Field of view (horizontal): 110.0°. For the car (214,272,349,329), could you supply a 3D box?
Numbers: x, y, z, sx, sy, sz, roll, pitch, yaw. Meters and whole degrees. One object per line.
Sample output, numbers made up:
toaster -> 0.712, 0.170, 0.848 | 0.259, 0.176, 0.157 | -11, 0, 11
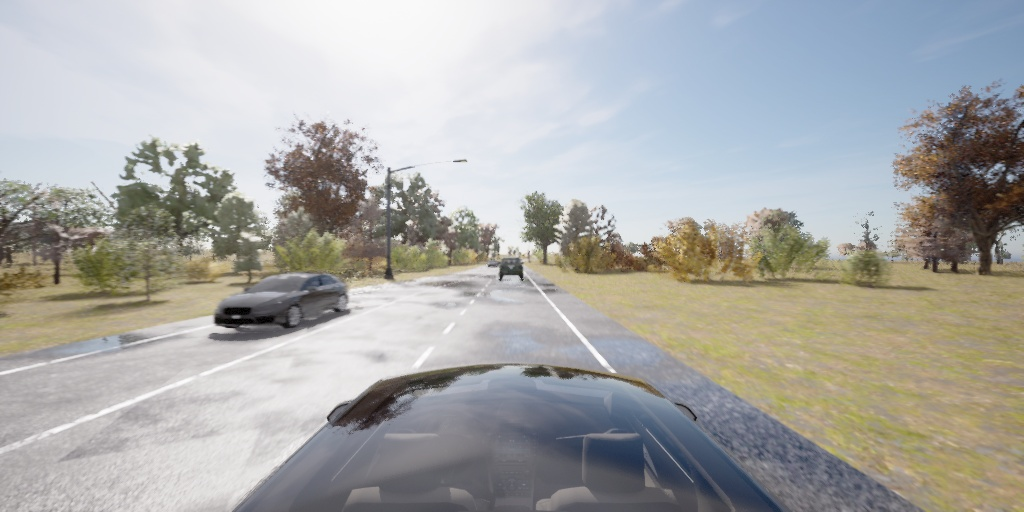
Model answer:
car -> -7.004, 1.300, 11.537 | 1.837, 1.490, 4.892 | 0, 0, 0

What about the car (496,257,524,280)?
car -> -0.071, 1.098, 33.214 | 2.150, 2.045, 5.566 | 0, 0, 0
